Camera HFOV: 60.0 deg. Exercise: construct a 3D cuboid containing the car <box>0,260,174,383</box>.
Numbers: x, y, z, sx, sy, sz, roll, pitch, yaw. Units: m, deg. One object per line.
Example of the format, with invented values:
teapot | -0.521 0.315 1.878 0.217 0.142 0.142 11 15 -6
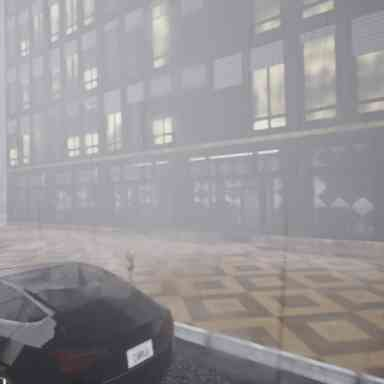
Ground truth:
car | -2.189 1.608 4.411 4.313 1.339 1.947 -1 -1 36
